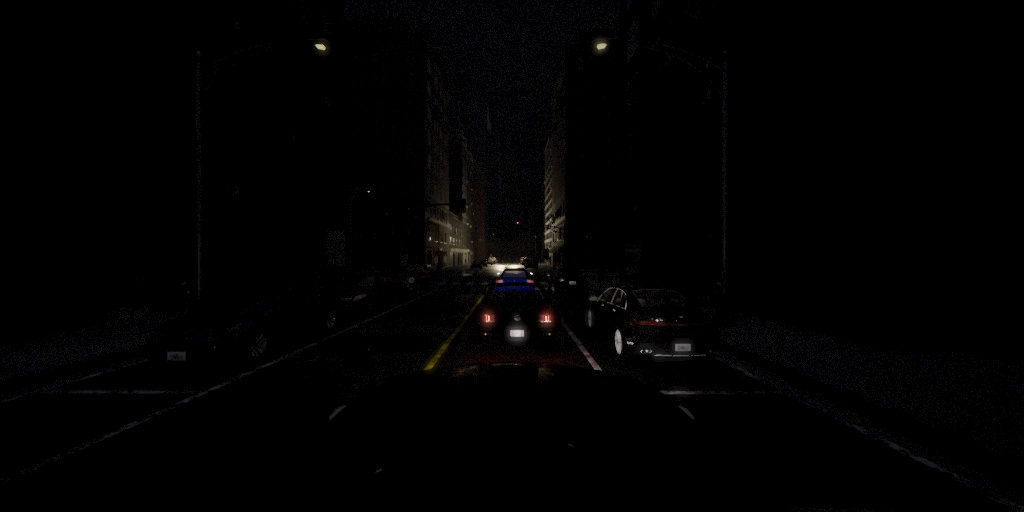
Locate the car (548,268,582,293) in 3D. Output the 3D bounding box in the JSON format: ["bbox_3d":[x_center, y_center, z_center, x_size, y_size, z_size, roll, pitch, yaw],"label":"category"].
[{"bbox_3d":[2.911,1.316,19.200,1.948,1.339,4.313,0,0,0],"label":"car"}]

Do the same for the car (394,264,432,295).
[{"bbox_3d":[-5.614,1.190,19.227,1.967,1.591,4.097,0,0,0],"label":"car"}]

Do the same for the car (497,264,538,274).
[{"bbox_3d":[0.149,1.315,18.582,1.994,1.385,4.181,0,0,1],"label":"car"}]

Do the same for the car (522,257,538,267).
[{"bbox_3d":[3.063,1.225,56.289,1.967,1.591,4.097,0,0,0],"label":"car"}]

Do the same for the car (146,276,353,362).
[{"bbox_3d":[-5.649,1.316,8.225,1.948,1.339,4.313,0,0,0],"label":"car"}]

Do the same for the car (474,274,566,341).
[{"bbox_3d":[0.120,1.351,9.823,1.895,1.301,4.718,0,0,0],"label":"car"}]

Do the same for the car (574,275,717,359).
[{"bbox_3d":[2.876,1.300,8.198,2.007,1.370,4.403,0,0,0],"label":"car"}]

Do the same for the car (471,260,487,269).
[{"bbox_3d":[-5.462,1.368,56.329,1.802,1.307,4.207,0,0,0],"label":"car"}]

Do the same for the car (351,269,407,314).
[{"bbox_3d":[-5.632,1.332,13.726,1.802,1.307,4.207,0,0,0],"label":"car"}]
